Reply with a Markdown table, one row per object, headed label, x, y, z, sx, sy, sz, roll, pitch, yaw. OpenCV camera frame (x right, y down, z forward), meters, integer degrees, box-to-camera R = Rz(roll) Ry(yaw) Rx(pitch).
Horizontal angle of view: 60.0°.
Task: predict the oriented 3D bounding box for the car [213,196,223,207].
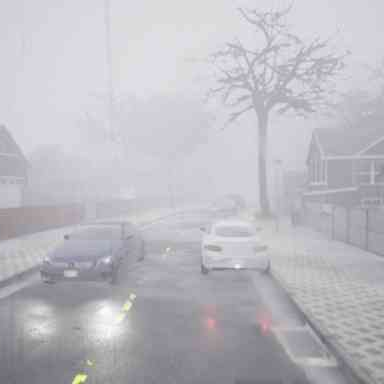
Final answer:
| label | x | y | z | sx | sy | sz | roll | pitch | yaw |
| --- | --- | --- | --- | --- | --- | --- | --- | --- | --- |
| car | 4.689 | 1.443 | 51.828 | 2.097 | 1.767 | 4.553 | 0 | 0 | 17 |

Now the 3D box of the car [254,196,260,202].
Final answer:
| label | x | y | z | sx | sy | sz | roll | pitch | yaw |
| --- | --- | --- | --- | --- | --- | --- | --- | --- | --- |
| car | 16.888 | 1.717 | 82.457 | 1.812 | 1.442 | 4.674 | 0 | 0 | 27 |

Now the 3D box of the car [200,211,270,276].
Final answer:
| label | x | y | z | sx | sy | sz | roll | pitch | yaw |
| --- | --- | --- | --- | --- | --- | --- | --- | --- | --- |
| car | 1.230 | 1.543 | 10.346 | 1.812 | 1.442 | 4.674 | 0 | 0 | 3 |

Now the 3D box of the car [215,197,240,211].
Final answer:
| label | x | y | z | sx | sy | sz | roll | pitch | yaw |
| --- | --- | --- | --- | --- | --- | --- | --- | --- | --- |
| car | 4.138 | 1.595 | 37.954 | 1.812 | 1.442 | 4.674 | 0 | 0 | 12 |

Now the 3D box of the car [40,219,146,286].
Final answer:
| label | x | y | z | sx | sy | sz | roll | pitch | yaw |
| --- | --- | --- | --- | --- | --- | --- | --- | --- | --- |
| car | -2.531 | 1.539 | 9.623 | 1.812 | 1.442 | 4.674 | 0 | 0 | 3 |

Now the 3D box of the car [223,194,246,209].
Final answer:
| label | x | y | z | sx | sy | sz | roll | pitch | yaw |
| --- | --- | --- | --- | --- | --- | --- | --- | --- | --- |
| car | 6.346 | 1.314 | 47.735 | 2.150 | 2.045 | 5.566 | 0 | 0 | 16 |
